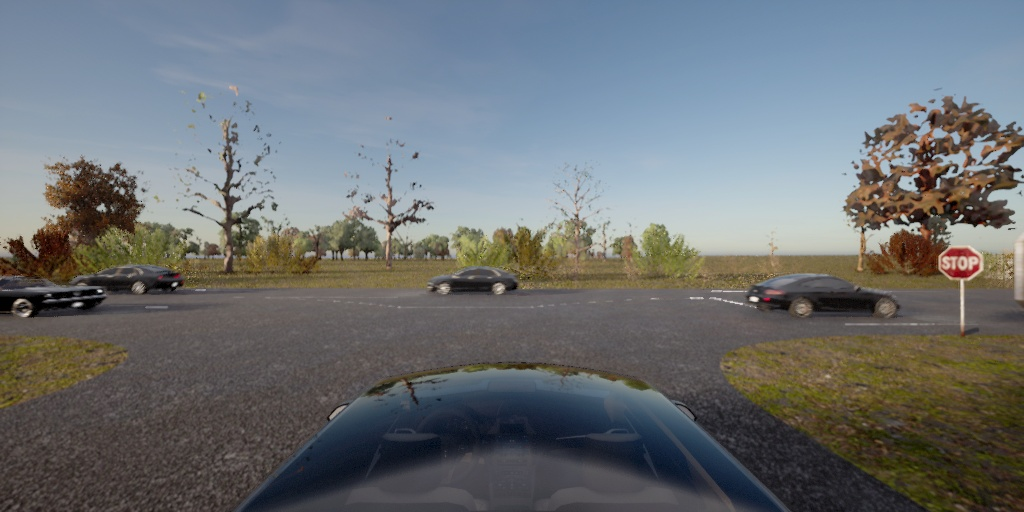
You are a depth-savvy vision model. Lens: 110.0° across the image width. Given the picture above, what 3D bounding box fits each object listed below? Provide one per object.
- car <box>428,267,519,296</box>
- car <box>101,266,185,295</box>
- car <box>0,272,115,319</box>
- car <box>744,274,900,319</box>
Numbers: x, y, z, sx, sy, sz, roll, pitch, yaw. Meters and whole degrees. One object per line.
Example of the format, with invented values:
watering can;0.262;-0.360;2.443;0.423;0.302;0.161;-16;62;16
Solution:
car;-2.090;1.359;19.537;4.892;1.490;1.837;0;0;-1
car;-20.479;1.261;19.177;4.892;1.490;1.837;0;0;-1
car;-17.103;1.344;12.251;4.718;1.301;1.895;0;0;-1
car;10.865;1.375;12.756;4.674;1.442;1.812;0;0;-1
